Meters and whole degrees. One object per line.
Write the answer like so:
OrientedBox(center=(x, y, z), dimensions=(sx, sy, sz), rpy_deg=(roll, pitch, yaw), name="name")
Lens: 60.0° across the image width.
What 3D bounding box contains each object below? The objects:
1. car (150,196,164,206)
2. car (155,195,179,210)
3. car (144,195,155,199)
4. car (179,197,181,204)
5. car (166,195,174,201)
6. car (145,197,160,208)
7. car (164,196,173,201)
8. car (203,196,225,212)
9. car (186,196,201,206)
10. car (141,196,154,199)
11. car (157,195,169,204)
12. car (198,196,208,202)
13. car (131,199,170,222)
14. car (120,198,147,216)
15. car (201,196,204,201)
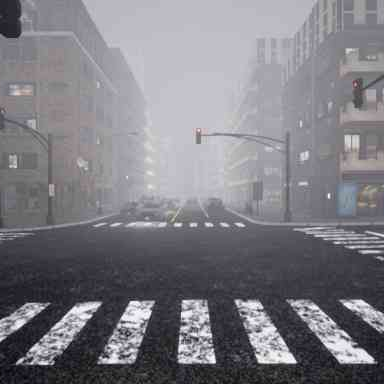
OrientedBox(center=(-5.775, 1.457, 54.951), dimensions=(1.967, 1.590, 4.097), rpy_deg=(0, 0, 0), name="car")
OrientedBox(center=(-3.163, 1.502, 42.648), dimensions=(2.128, 1.511, 4.902), rpy_deg=(0, 0, 0), name="car")
OrientedBox(center=(-5.758, 1.326, 43.586), dimensions=(2.192, 1.841, 5.009), rpy_deg=(0, 0, 0), name="car")
OrientedBox(center=(-3.100, 1.624, 64.679), dimensions=(1.895, 1.301, 4.718), rpy_deg=(0, 0, 0), name="car")
OrientedBox(center=(-5.828, 1.595, 89.045), dimensions=(2.008, 1.369, 4.403), rpy_deg=(0, 0, 0), name="car")
OrientedBox(center=(-5.766, 1.539, 49.098), dimensions=(1.752, 1.417, 4.829), rpy_deg=(0, 0, 0), name="car")
OrientedBox(center=(-5.819, 1.589, 83.362), dimensions=(2.008, 1.369, 4.403), rpy_deg=(0, 0, 0), name="car")
OrientedBox(center=(2.632, 1.448, 37.919), dimensions=(1.967, 1.590, 4.097), rpy_deg=(0, 0, 0), name="car")
OrientedBox(center=(0.017, 1.508, 54.155), dimensions=(2.128, 1.511, 4.902), rpy_deg=(0, 0, 0), name="car")
OrientedBox(center=(-5.748, 1.534, 37.734), dimensions=(1.752, 1.417, 4.829), rpy_deg=(0, 0, 0), name="car")
OrientedBox(center=(-5.793, 1.465, 66.316), dimensions=(1.967, 1.590, 4.097), rpy_deg=(0, 0, 0), name="car")
OrientedBox(center=(2.570, 1.585, 77.695), dimensions=(2.008, 1.369, 4.403), rpy_deg=(0, 0, 0), name="car")
OrientedBox(center=(-3.226, 1.552, 27.043), dimensions=(2.033, 1.411, 5.357), rpy_deg=(0, 0, 1), name="car")
OrientedBox(center=(-5.739, 1.572, 32.221), dimensions=(1.947, 1.339, 4.313), rpy_deg=(0, 0, 0), name="car")
OrientedBox(center=(2.623, 1.451, 43.601), dimensions=(1.967, 1.590, 4.097), rpy_deg=(0, 0, 0), name="car")
